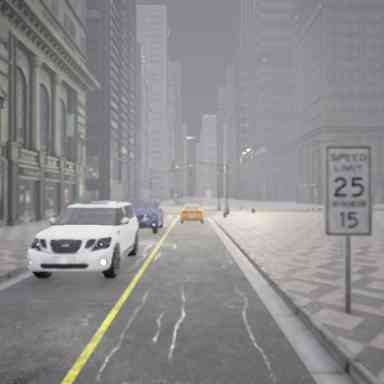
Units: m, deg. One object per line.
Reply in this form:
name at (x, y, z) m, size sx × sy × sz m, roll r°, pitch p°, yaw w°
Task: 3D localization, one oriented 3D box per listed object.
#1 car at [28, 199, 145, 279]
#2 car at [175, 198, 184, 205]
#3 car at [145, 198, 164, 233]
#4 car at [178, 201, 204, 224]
car at (-3.099, 1.337, 10.821) m, size 2.150 × 2.045 × 5.566 m, roll 0°, pitch -1°, yaw 0°
car at (-3.013, 2.252, 81.842) m, size 2.097 × 1.767 × 4.553 m, roll 0°, pitch -1°, yaw 0°
car at (-3.073, 1.453, 21.537) m, size 2.150 × 2.045 × 5.566 m, roll 0°, pitch -1°, yaw 0°
car at (0.025, 1.781, 28.222) m, size 1.882 × 1.535 × 5.008 m, roll 0°, pitch -1°, yaw 1°
